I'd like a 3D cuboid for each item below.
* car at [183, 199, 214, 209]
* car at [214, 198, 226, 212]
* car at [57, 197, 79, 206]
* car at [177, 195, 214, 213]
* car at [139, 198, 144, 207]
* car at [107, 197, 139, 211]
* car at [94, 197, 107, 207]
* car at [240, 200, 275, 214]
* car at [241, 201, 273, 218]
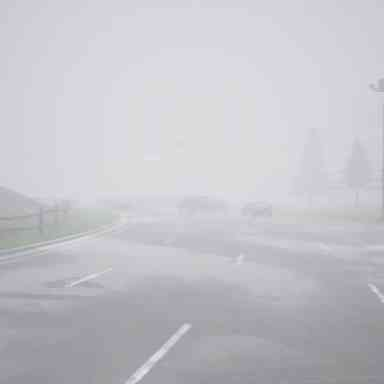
[{"bbox_3d":[1.033,1.840,53.375,2.033,1.411,5.357,1,0,-38],"label":"car"},{"bbox_3d":[2.625,1.616,43.944,2.097,1.767,4.553,1,0,-26],"label":"car"},{"bbox_3d":[-20.701,1.488,55.307,4.902,1.511,2.128,1,0,42],"label":"car"},{"bbox_3d":[0.091,1.439,41.166,2.150,2.045,5.566,1,0,-27],"label":"car"},{"bbox_3d":[-9.895,1.637,54.759,4.902,1.511,2.128,1,0,44],"label":"car"},{"bbox_3d":[-8.977,1.621,42.807,1.812,1.442,4.674,1,0,-33],"label":"car"},{"bbox_3d":[-13.873,1.562,53.798,5.008,1.535,1.882,1,0,43],"label":"car"},{"bbox_3d":[7.925,1.828,40.662,1.837,1.490,4.892,1,0,-20],"label":"car"},{"bbox_3d":[6.510,1.791,33.605,1.812,1.442,4.674,1,0,-13],"label":"car"}]
